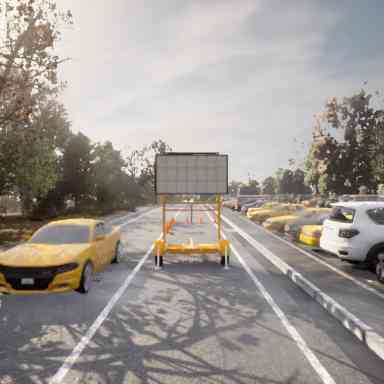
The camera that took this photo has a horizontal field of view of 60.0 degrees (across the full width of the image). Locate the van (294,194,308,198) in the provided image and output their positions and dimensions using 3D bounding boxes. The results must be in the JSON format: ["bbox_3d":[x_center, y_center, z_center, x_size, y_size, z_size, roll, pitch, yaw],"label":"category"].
[{"bbox_3d":[20.433,1.441,57.296,4.442,1.987,1.878,0,0,0],"label":"van"}]

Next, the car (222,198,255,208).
[{"bbox_3d":[7.198,1.646,51.840,4.892,1.521,2.231,0,0,0],"label":"car"}]

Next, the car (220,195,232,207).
[{"bbox_3d":[6.983,1.627,49.066,5.366,1.575,1.946,0,0,0],"label":"car"}]

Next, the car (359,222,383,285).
[{"bbox_3d":[6.829,1.590,7.434,5.008,1.535,2.097,0,0,0],"label":"car"}]

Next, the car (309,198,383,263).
[{"bbox_3d":[6.875,1.329,10.209,5.566,2.045,2.435,0,0,0],"label":"car"}]

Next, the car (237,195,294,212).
[{"bbox_3d":[7.062,1.418,32.411,4.553,1.767,2.185,0,0,0],"label":"car"}]

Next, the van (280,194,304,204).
[{"bbox_3d":[20.525,1.500,68.376,4.442,1.987,1.878,0,0,0],"label":"van"}]

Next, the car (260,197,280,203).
[{"bbox_3d":[20.562,2.035,87.618,4.892,1.521,2.231,0,-1,0],"label":"car"}]

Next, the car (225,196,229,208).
[{"bbox_3d":[7.093,1.630,43.512,4.792,1.488,2.163,0,0,0],"label":"car"}]

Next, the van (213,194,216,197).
[{"bbox_3d":[7.236,1.523,71.275,4.442,1.987,1.878,0,0,0],"label":"van"}]

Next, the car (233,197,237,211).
[{"bbox_3d":[7.083,1.586,35.183,4.792,1.488,2.163,0,0,0],"label":"car"}]

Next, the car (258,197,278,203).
[{"bbox_3d":[20.586,2.093,90.387,5.008,1.535,2.097,0,-1,0],"label":"car"}]

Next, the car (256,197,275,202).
[{"bbox_3d":[20.610,2.155,93.282,5.008,1.535,2.097,0,-1,0],"label":"car"}]

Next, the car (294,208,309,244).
[{"bbox_3d":[7.056,1.568,12.985,5.366,1.575,1.946,0,0,0],"label":"car"}]

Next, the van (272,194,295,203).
[{"bbox_3d":[20.338,1.530,73.926,4.442,1.987,1.878,0,-1,0],"label":"van"}]

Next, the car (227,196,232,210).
[{"bbox_3d":[7.071,1.615,40.737,4.792,1.488,2.163,0,0,0],"label":"car"}]

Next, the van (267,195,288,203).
[{"bbox_3d":[20.382,1.630,79.316,4.442,1.987,1.878,0,-1,0],"label":"van"}]

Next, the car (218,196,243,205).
[{"bbox_3d":[7.252,1.579,62.946,4.553,1.767,2.185,0,0,0],"label":"car"}]

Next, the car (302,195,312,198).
[{"bbox_3d":[20.265,1.637,51.630,5.008,1.535,2.097,0,0,0],"label":"car"}]

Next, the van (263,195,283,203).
[{"bbox_3d":[20.662,1.749,84.852,4.442,1.987,1.878,0,-1,0],"label":"van"}]

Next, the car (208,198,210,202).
[{"bbox_3d":[7.519,2.105,90.682,5.008,1.535,2.097,0,-1,0],"label":"car"}]

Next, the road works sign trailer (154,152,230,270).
[{"bbox_3d":[-0.015,0.480,11.132,2.380,3.560,2.880,0,0,-1],"label":"road works sign trailer"}]

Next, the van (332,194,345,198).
[{"bbox_3d":[20.061,1.352,40.552,4.442,1.987,1.878,0,0,0],"label":"van"}]

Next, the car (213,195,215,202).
[{"bbox_3d":[7.301,1.719,65.721,5.008,1.535,2.097,0,0,0],"label":"car"}]

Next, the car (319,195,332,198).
[{"bbox_3d":[20.173,1.341,43.321,5.566,2.045,2.435,0,0,0],"label":"car"}]

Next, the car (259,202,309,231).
[{"bbox_3d":[6.731,1.550,18.540,5.366,1.575,1.946,0,0,0],"label":"car"}]

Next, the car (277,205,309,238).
[{"bbox_3d":[6.899,1.563,15.763,4.892,1.521,2.231,0,0,0],"label":"car"}]

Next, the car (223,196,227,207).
[{"bbox_3d":[7.116,1.645,46.289,4.792,1.488,2.163,0,0,0],"label":"car"}]

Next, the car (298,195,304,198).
[{"bbox_3d":[20.297,1.692,54.525,4.674,1.452,2.002,0,0,0],"label":"car"}]

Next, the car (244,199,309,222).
[{"bbox_3d":[6.778,1.533,24.213,5.366,1.575,1.946,0,0,0],"label":"car"}]

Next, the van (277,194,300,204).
[{"bbox_3d":[20.547,1.514,71.021,4.442,1.987,1.878,0,0,0],"label":"van"}]

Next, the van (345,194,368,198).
[{"bbox_3d":[20.272,1.337,37.780,4.442,1.987,1.878,0,0,0],"label":"van"}]

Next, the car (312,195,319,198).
[{"bbox_3d":[20.196,1.356,46.091,5.566,2.045,2.435,0,0,0],"label":"car"}]

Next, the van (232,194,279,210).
[{"bbox_3d":[7.193,1.345,37.961,4.442,1.987,1.878,0,0,0],"label":"van"}]

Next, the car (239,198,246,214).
[{"bbox_3d":[7.002,1.536,29.631,4.892,1.521,2.231,0,0,0],"label":"car"}]

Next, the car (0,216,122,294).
[{"bbox_3d":[-3.243,1.490,9.060,1.882,1.535,5.008,0,0,0],"label":"car"}]

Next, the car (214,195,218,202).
[{"bbox_3d":[7.052,1.672,57.394,5.366,1.575,1.946,0,0,0],"label":"car"}]

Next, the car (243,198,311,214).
[{"bbox_3d":[7.170,1.530,26.863,5.366,1.575,1.946,0,0,0],"label":"car"}]

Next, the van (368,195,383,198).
[{"bbox_3d":[20.001,1.310,32.226,4.442,1.987,1.878,0,0,0],"label":"van"}]

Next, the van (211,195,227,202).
[{"bbox_3d":[7.653,1.939,93.462,4.442,1.987,1.878,0,-1,0],"label":"van"}]

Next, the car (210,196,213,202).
[{"bbox_3d":[7.404,1.513,74.050,5.566,2.045,2.435,0,0,0],"label":"car"}]
